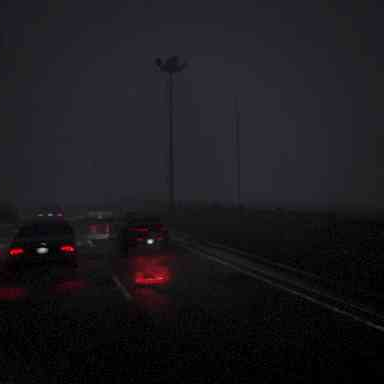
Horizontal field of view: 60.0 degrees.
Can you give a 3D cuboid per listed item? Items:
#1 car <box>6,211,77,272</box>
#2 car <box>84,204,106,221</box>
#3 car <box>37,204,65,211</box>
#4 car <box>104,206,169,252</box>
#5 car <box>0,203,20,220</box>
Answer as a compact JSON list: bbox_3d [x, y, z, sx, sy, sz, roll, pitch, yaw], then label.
[{"bbox_3d":[-4.849,1.588,11.045,2.033,1.411,5.357,0,0,-22],"label":"car"},{"bbox_3d":[-7.919,1.687,27.686,1.895,1.301,4.718,0,0,-22],"label":"car"},{"bbox_3d":[-10.576,1.637,24.908,2.033,1.411,5.357,0,0,-22],"label":"car"},{"bbox_3d":[-2.435,1.545,14.424,1.837,1.490,4.892,0,0,-22],"label":"car"},{"bbox_3d":[-15.064,1.586,26.690,1.882,1.535,5.008,0,0,-22],"label":"car"}]
